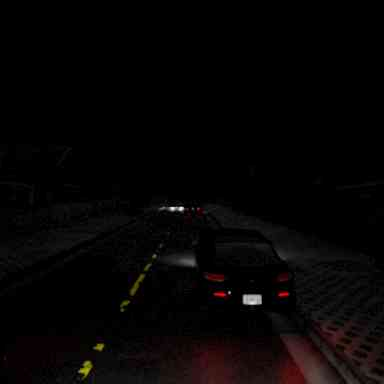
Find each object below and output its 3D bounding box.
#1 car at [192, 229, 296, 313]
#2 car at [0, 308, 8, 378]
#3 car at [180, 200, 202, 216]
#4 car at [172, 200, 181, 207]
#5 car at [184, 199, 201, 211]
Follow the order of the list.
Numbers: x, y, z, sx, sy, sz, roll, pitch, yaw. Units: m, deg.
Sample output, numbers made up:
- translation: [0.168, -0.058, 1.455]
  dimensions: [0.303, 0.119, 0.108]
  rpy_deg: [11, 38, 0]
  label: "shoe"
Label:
- translation: [0.971, 1.571, 7.630]
  dimensions: [1.812, 1.442, 4.674]
  rpy_deg: [0, 0, 0]
  label: "car"
- translation: [-2.848, 1.501, 1.497]
  dimensions: [2.128, 1.511, 4.902]
  rpy_deg: [0, 0, 0]
  label: "car"
- translation: [0.123, 1.765, 35.767]
  dimensions: [2.033, 1.411, 5.357]
  rpy_deg: [0, 0, 1]
  label: "car"
- translation: [-2.678, 2.066, 60.121]
  dimensions: [1.895, 1.301, 4.718]
  rpy_deg: [0, -1, 0]
  label: "car"
- translation: [0.064, 1.804, 46.362]
  dimensions: [2.128, 1.511, 4.902]
  rpy_deg: [0, -1, 0]
  label: "car"
